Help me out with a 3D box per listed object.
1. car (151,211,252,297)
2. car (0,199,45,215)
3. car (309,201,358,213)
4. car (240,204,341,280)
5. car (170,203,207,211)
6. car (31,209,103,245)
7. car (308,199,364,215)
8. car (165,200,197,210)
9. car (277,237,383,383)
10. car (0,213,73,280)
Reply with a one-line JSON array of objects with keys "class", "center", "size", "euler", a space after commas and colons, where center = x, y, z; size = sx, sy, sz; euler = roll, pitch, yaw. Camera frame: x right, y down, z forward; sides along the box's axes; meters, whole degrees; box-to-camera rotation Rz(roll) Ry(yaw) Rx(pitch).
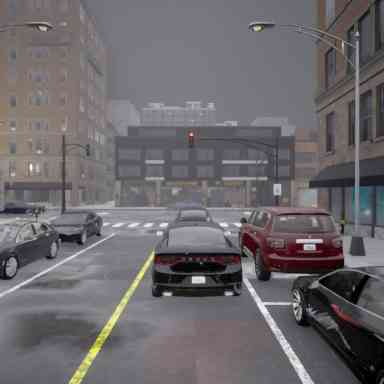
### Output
[{"class": "car", "center": [0.062, 1.478, 8.634], "size": [1.882, 1.535, 5.008], "euler": [0, 0, -1]}, {"class": "car", "center": [-16.207, 1.531, 30.951], "size": [4.718, 1.301, 1.895], "euler": [0, 0, 0]}, {"class": "car", "center": [16.006, 1.690, 37.840], "size": [4.718, 1.301, 1.895], "euler": [0, 0, 0]}, {"class": "car", "center": [2.623, 1.315, 9.815], "size": [2.192, 1.841, 5.009], "euler": [0, 0, 0]}, {"class": "car", "center": [0.059, 1.505, 16.137], "size": [1.837, 1.490, 4.892], "euler": [0, 0, 0]}, {"class": "car", "center": [-5.409, 1.566, 15.467], "size": [1.947, 1.339, 4.313], "euler": [0, 0, 0]}, {"class": "car", "center": [14.940, 1.561, 34.584], "size": [5.008, 1.535, 1.882], "euler": [0, 0, 0]}, {"class": "car", "center": [-0.934, 1.567, 37.742], "size": [4.181, 1.385, 1.994], "euler": [0, 0, 0]}, {"class": "car", "center": [2.631, 1.566, 4.153], "size": [1.947, 1.339, 4.313], "euler": [0, 0, 0]}, {"class": "car", "center": [-5.402, 1.551, 9.804], "size": [2.008, 1.369, 4.403], "euler": [0, 0, 0]}]
